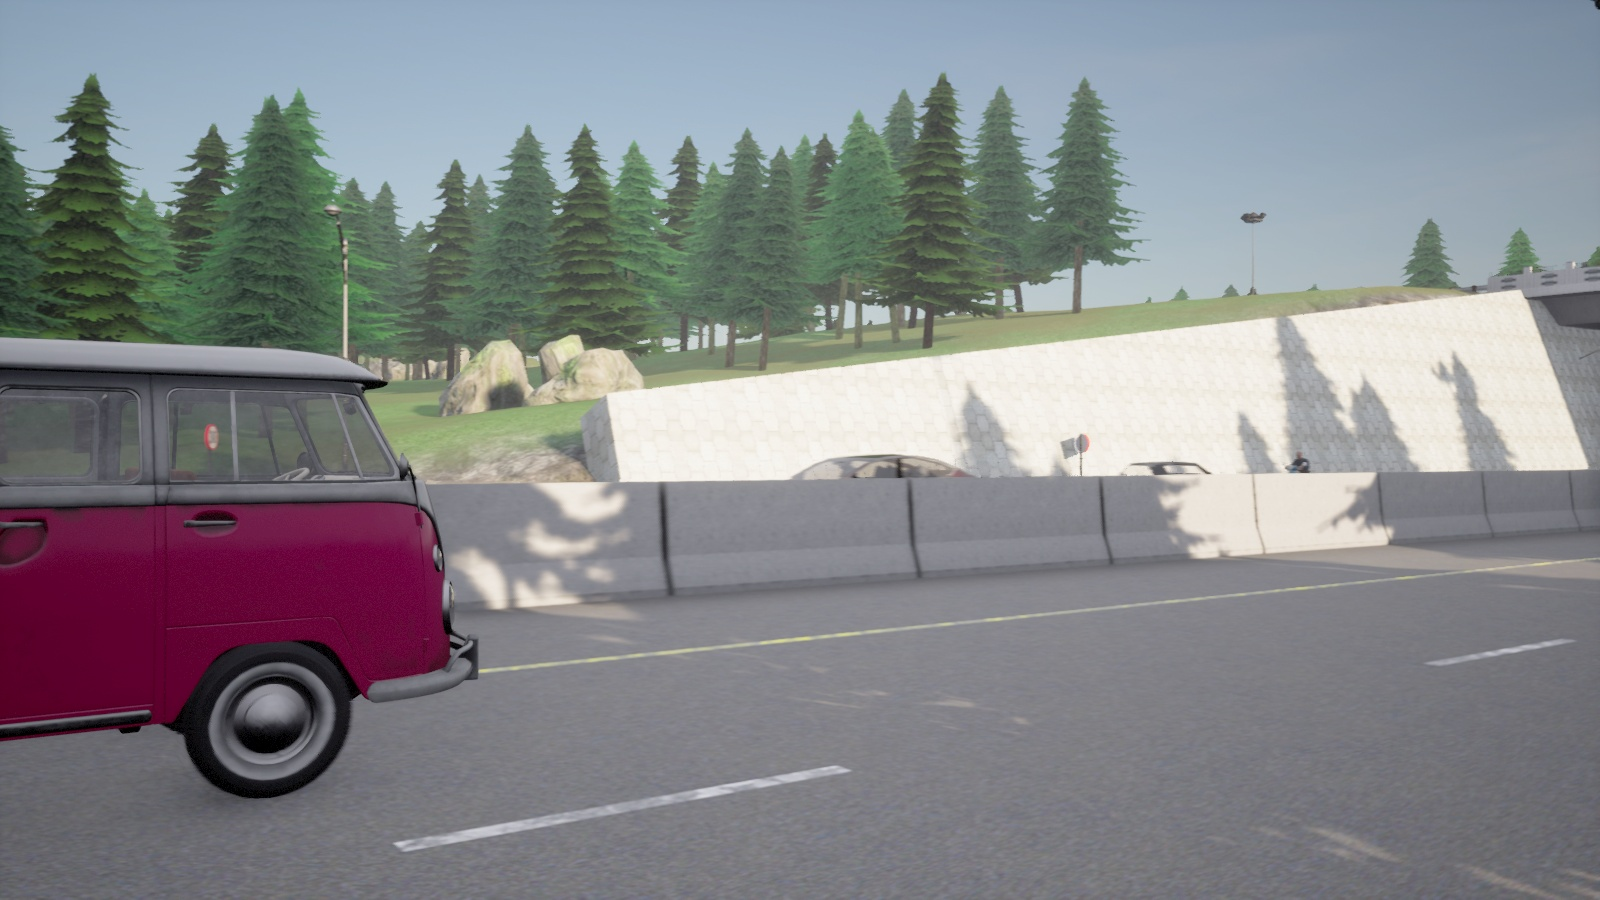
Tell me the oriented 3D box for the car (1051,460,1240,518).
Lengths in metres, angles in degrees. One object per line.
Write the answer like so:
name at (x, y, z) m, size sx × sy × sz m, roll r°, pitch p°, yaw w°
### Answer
car at (8.546, 0.903, 30.928) m, size 4.718 × 1.301 × 1.895 m, roll 0°, pitch 0°, yaw -35°

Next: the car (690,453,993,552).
car at (0.760, 0.795, 21.245) m, size 4.792 × 1.488 × 2.163 m, roll 0°, pitch 0°, yaw -35°

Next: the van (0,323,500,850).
van at (-3.732, 0.518, 5.326) m, size 4.442 × 1.987 × 1.775 m, roll 0°, pitch 0°, yaw -35°
